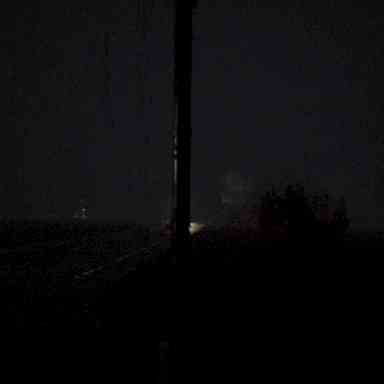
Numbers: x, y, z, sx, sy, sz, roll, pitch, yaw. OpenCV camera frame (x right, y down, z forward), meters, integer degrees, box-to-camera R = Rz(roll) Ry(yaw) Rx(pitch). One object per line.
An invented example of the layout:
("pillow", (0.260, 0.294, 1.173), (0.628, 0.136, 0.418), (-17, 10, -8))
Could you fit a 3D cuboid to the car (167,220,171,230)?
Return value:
("car", (-2.375, 4.648, 47.155), (2.128, 1.511, 4.902), (0, -4, 6))
